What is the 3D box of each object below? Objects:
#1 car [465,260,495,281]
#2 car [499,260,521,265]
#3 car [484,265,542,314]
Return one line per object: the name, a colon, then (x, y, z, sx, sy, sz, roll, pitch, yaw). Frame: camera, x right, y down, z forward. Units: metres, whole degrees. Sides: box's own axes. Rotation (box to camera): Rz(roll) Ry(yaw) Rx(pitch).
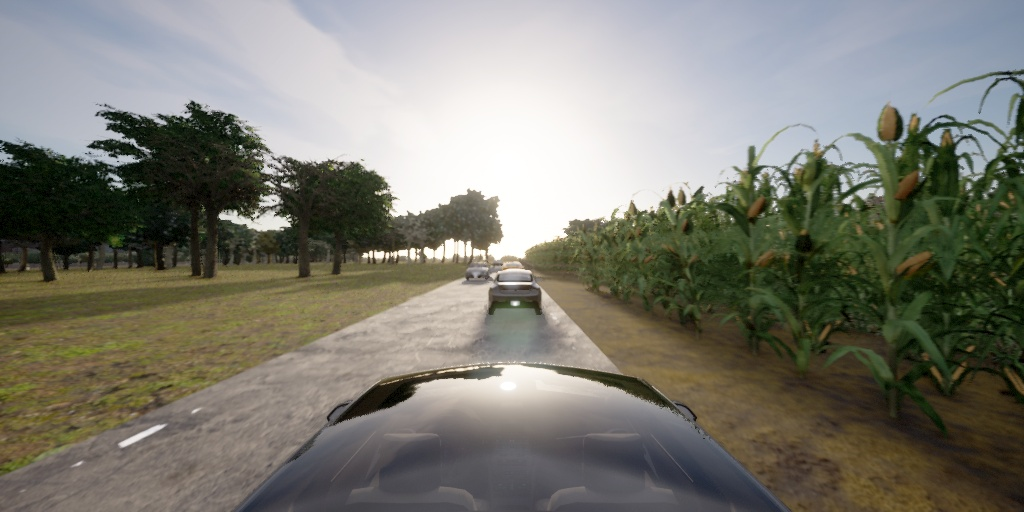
car: (-2.841, 1.290, 30.746, 2.128, 1.511, 4.902, 0, 0, 0)
car: (0.099, 1.278, 31.628, 1.882, 1.535, 5.008, 0, 0, 0)
car: (0.097, 1.272, 13.899, 1.837, 1.490, 4.892, 0, 0, 0)
